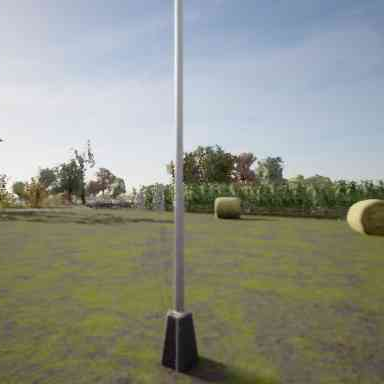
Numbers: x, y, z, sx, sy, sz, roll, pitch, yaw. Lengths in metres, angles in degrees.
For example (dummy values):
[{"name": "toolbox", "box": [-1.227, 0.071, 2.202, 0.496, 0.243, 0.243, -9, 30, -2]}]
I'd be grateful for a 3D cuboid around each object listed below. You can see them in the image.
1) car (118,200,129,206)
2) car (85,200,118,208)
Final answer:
[{"name": "car", "box": [-14.703, 2.323, 66.613, 2.128, 1.511, 4.902, -1, -2, 35]}, {"name": "car", "box": [-16.424, 2.229, 59.372, 2.033, 1.411, 5.357, -1, -2, 35]}]
